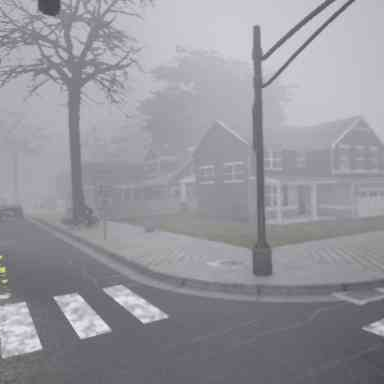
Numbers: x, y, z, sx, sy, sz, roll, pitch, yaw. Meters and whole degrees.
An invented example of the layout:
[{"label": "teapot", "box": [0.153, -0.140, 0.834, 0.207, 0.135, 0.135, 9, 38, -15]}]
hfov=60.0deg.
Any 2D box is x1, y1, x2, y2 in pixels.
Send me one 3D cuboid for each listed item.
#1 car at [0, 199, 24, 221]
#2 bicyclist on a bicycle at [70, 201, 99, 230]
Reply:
[{"label": "car", "box": [-16.833, 1.741, 30.862, 1.882, 1.535, 5.008, -2, 0, -32]}, {"label": "bicyclist on a bicycle", "box": [-6.138, 1.352, 19.059, 1.656, 1.620, 0.582, -2, 1, -32]}]
